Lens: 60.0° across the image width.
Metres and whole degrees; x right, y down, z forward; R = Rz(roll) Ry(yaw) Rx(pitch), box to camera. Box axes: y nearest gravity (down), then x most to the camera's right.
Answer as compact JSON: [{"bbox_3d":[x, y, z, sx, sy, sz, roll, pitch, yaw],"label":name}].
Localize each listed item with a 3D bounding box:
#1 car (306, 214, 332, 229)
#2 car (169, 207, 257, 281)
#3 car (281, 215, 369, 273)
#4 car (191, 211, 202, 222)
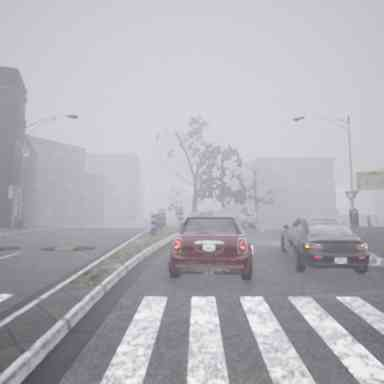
[{"bbox_3d":[14.712,3.455,38.760,1.837,1.490,4.892,2,-6,8],"label":"car"},{"bbox_3d":[0.665,1.349,10.110,2.097,1.767,4.553,-1,0,7],"label":"car"},{"bbox_3d":[3.962,1.485,10.487,1.812,1.442,4.674,-1,1,7],"label":"car"},{"bbox_3d":[0.927,5.472,74.129,2.150,2.045,5.566,0,0,-2],"label":"car"}]
